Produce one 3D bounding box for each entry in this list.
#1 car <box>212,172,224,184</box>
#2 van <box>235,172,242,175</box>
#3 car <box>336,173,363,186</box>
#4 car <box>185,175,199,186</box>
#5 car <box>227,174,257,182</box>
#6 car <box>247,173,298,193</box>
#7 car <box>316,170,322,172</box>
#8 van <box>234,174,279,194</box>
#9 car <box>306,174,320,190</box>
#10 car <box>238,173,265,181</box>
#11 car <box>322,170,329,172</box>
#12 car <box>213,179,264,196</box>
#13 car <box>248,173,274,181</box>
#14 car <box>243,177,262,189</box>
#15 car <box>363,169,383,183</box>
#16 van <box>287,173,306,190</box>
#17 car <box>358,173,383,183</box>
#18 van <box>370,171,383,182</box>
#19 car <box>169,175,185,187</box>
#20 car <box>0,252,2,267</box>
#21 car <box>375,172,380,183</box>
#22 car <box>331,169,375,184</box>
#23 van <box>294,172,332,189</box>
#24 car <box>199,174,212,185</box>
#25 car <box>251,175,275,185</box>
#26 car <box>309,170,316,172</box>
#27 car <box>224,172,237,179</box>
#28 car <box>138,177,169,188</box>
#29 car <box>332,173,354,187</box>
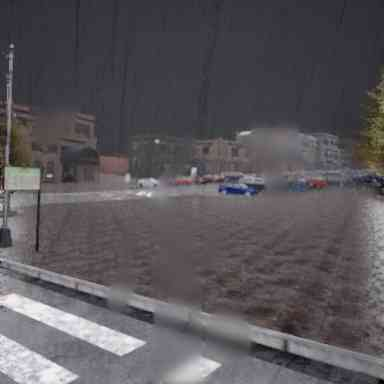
[{"bbox_3d":[2.738,-2.345,59.131,4.553,1.767,2.185,2,6,31],"label":"car"},{"bbox_3d":[7.183,-2.820,62.902,4.442,1.987,1.878,2,6,31],"label":"van"},{"bbox_3d":[24.633,-1.804,54.134,4.792,1.488,2.163,4,7,32],"label":"car"},{"bbox_3d":[-1.836,-1.974,55.422,4.553,1.767,2.185,2,6,31],"label":"car"},{"bbox_3d":[9.728,-2.773,64.605,5.366,1.575,1.946,2,5,31],"label":"car"},{"bbox_3d":[10.272,-0.985,43.227,5.566,2.045,2.435,4,7,33],"label":"car"},{"bbox_3d":[27.863,-4.193,79.364,4.674,1.452,2.002,2,5,31],"label":"car"},{"bbox_3d":[8.011,-0.769,41.352,4.442,1.987,1.878,4,7,33],"label":"van"},{"bbox_3d":[15.049,-1.226,46.863,4.553,1.767,2.185,4,7,33],"label":"car"},{"bbox_3d":[11.845,-2.960,66.546,5.008,1.535,2.097,2,5,31],"label":"car"},{"bbox_3d":[30.175,-4.526,81.146,4.553,1.767,2.185,2,6,31],"label":"car"},{"bbox_3d":[5.522,-0.370,39.633,5.008,1.535,2.097,4,7,33],"label":"car"},{"bbox_3d":[14.159,-3.112,68.363,4.792,1.488,2.163,2,5,31],"label":"car"},{"bbox_3d":[9.029,-1.337,49.996,1.812,1.442,4.674,-1,5,-2],"label":"car"},{"bbox_3d":[31.735,-2.643,59.662,5.566,2.045,2.435,4,7,31],"label":"car"},{"bbox_3d":[12.585,-1.147,45.084,4.442,1.987,1.878,4,7,33],"label":"van"},{"bbox_3d":[33.888,-2.596,61.658,5.366,1.575,1.946,4,7,31],"label":"car"},{"bbox_3d":[36.487,-2.987,63.347,4.442,1.987,1.878,4,7,31],"label":"van"},{"bbox_3d":[-4.117,-1.635,53.585,4.792,1.488,2.163,2,5,31],"label":"car"},{"bbox_3d":[-6.932,1.569,8.632,4.718,1.301,1.895,1,0,37],"label":"car"},{"bbox_3d":[29.356,-2.207,57.844,4.892,1.521,2.231,4,7,31],"label":"car"},{"bbox_3d":[27.013,-2.269,55.949,5.566,2.045,2.435,4,7,32],"label":"car"},{"bbox_3d":[17.564,-1.500,48.587,4.442,1.987,1.878,4,7,32],"label":"van"},{"bbox_3d":[0.402,-2.007,57.322,4.792,1.488,2.163,2,6,31],"label":"car"},{"bbox_3d":[12.636,-2.172,59.098,4.181,1.385,1.994,-4,7,-37],"label":"car"},{"bbox_3d":[25.593,-4.180,77.499,4.553,1.767,2.185,2,6,31],"label":"car"},{"bbox_3d":[4.999,-2.407,61.020,5.008,1.535,2.097,2,5,31],"label":"car"},{"bbox_3d":[-6.428,-1.439,51.742,4.674,1.452,2.002,2,5,31],"label":"car"},{"bbox_3d":[22.235,-1.648,52.304,4.892,1.521,2.231,4,7,32],"label":"car"}]
